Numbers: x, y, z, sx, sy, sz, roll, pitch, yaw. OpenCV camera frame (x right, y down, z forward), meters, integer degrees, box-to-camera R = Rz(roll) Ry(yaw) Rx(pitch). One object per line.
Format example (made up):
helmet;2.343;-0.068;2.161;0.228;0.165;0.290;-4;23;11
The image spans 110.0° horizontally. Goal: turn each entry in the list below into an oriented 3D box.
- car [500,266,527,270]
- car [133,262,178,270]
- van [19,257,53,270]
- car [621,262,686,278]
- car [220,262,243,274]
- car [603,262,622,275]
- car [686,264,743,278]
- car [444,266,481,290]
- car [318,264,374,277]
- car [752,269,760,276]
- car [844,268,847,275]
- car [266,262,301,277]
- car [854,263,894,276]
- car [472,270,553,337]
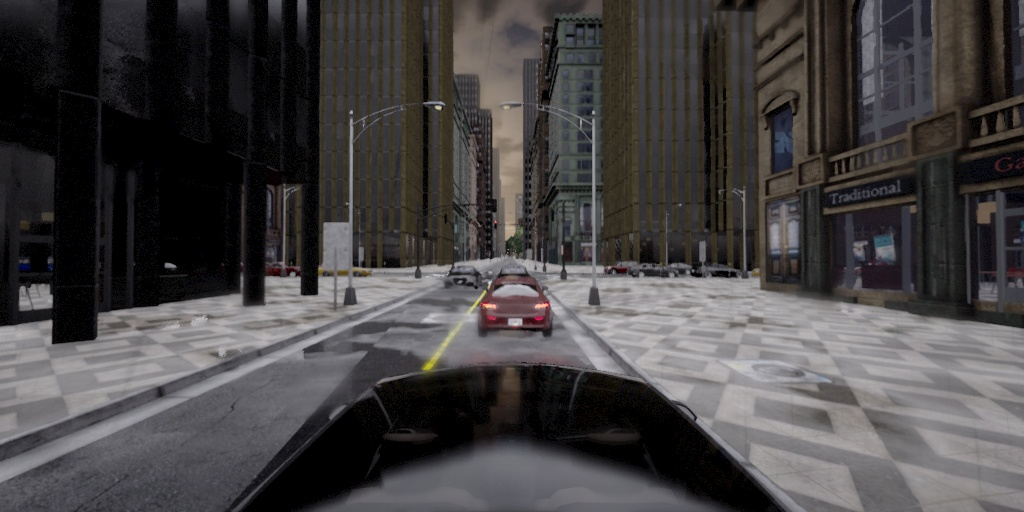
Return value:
car;0.086;1.254;19.411;2.128;1.511;4.902;0;0;0
car;-30.683;1.207;31.234;4.313;1.339;1.948;0;0;0
van;-41.284;0.967;31.190;3.998;1.789;1.690;0;0;0
car;12.306;1.305;31.409;4.403;1.370;2.007;0;0;0
car;-30.987;1.319;39.756;4.507;1.381;1.888;0;0;0
car;12.301;1.327;39.933;4.097;1.591;1.967;0;0;0
car;17.975;1.341;31.432;4.313;1.339;1.948;0;0;0
car;-3.008;1.329;22.817;1.994;1.385;4.181;0;0;0
car;-14.614;1.199;31.300;4.829;1.417;1.751;0;0;0
car;23.812;1.325;31.456;4.829;1.417;1.751;0;0;0
car;34.975;1.575;40.026;4.207;1.307;1.802;0;0;0
car;-20.084;1.206;31.277;4.507;1.381;1.888;0;0;0
car;40.642;1.469;40.048;4.097;1.591;1.967;0;0;0
car;0.085;1.281;10.157;1.812;1.442;4.674;0;0;0
